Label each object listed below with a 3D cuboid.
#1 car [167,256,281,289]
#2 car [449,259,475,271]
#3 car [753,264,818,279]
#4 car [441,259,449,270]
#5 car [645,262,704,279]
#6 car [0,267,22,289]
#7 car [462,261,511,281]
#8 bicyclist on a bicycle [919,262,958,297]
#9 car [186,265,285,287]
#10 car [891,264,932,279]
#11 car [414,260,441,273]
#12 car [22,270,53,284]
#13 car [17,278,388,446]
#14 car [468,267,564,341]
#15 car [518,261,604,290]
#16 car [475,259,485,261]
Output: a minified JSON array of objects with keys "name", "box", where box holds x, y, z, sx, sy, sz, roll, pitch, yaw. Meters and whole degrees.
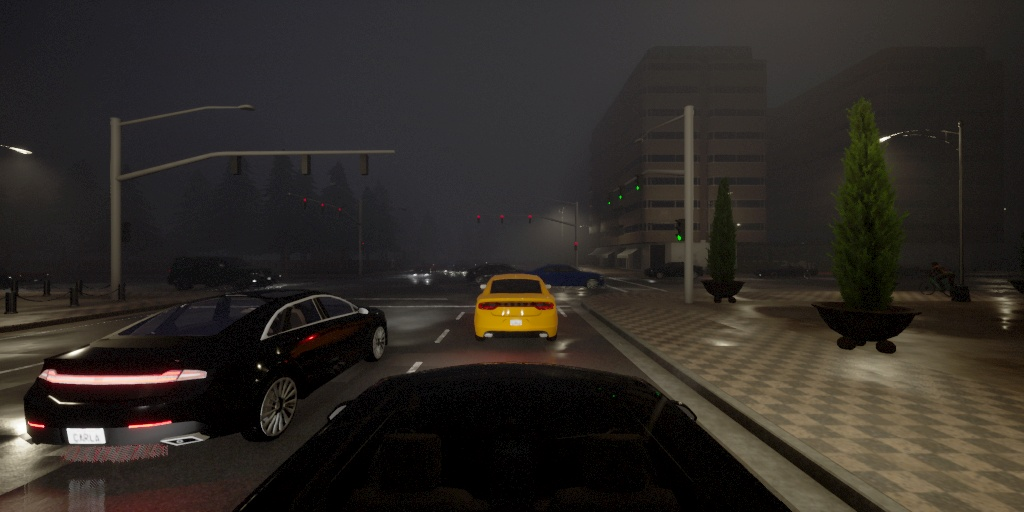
[{"name":"car","box":[-17.469,1.024,21.697,5.566,2.045,2.150,0,0,0]},{"name":"car","box":[-6.678,1.228,48.397,1.882,1.535,5.008,0,0,3]},{"name":"car","box":[24.709,1.406,32.531,4.718,1.301,1.895,0,0,0]},{"name":"car","box":[-9.795,1.228,52.998,1.882,1.535,5.008,0,0,7]},{"name":"car","box":[14.633,1.283,32.501,5.008,1.535,1.882,0,0,0]},{"name":"car","box":[-33.392,1.406,21.651,4.718,1.301,1.895,0,0,0]},{"name":"car","box":[-0.792,1.271,25.254,4.892,1.490,1.837,0,0,0]},{"name":"bicyclist on a bicycle","box":[20.280,1.106,17.035,0.582,1.620,1.656,0,0,0]},{"name":"car","box":[-19.284,1.353,25.195,5.357,1.411,2.033,0,0,0]},{"name":"car","box":[34.909,1.406,32.554,4.718,1.301,1.895,0,0,0]},{"name":"car","box":[-10.387,1.351,43.613,1.895,1.301,4.718,0,0,1]},{"name":"car","box":[-35.612,1.406,25.146,4.718,1.301,1.895,0,0,0]},{"name":"car","box":[-3.425,1.242,5.325,2.128,1.511,4.902,0,0,0]},{"name":"car","box":[0.103,1.228,9.909,1.882,1.535,5.008,0,0,0]},{"name":"car","box":[3.042,1.233,21.765,5.008,1.535,1.882,0,0,0]},{"name":"car","box":[-5.515,1.255,57.731,1.837,1.490,4.892,0,0,15]}]
